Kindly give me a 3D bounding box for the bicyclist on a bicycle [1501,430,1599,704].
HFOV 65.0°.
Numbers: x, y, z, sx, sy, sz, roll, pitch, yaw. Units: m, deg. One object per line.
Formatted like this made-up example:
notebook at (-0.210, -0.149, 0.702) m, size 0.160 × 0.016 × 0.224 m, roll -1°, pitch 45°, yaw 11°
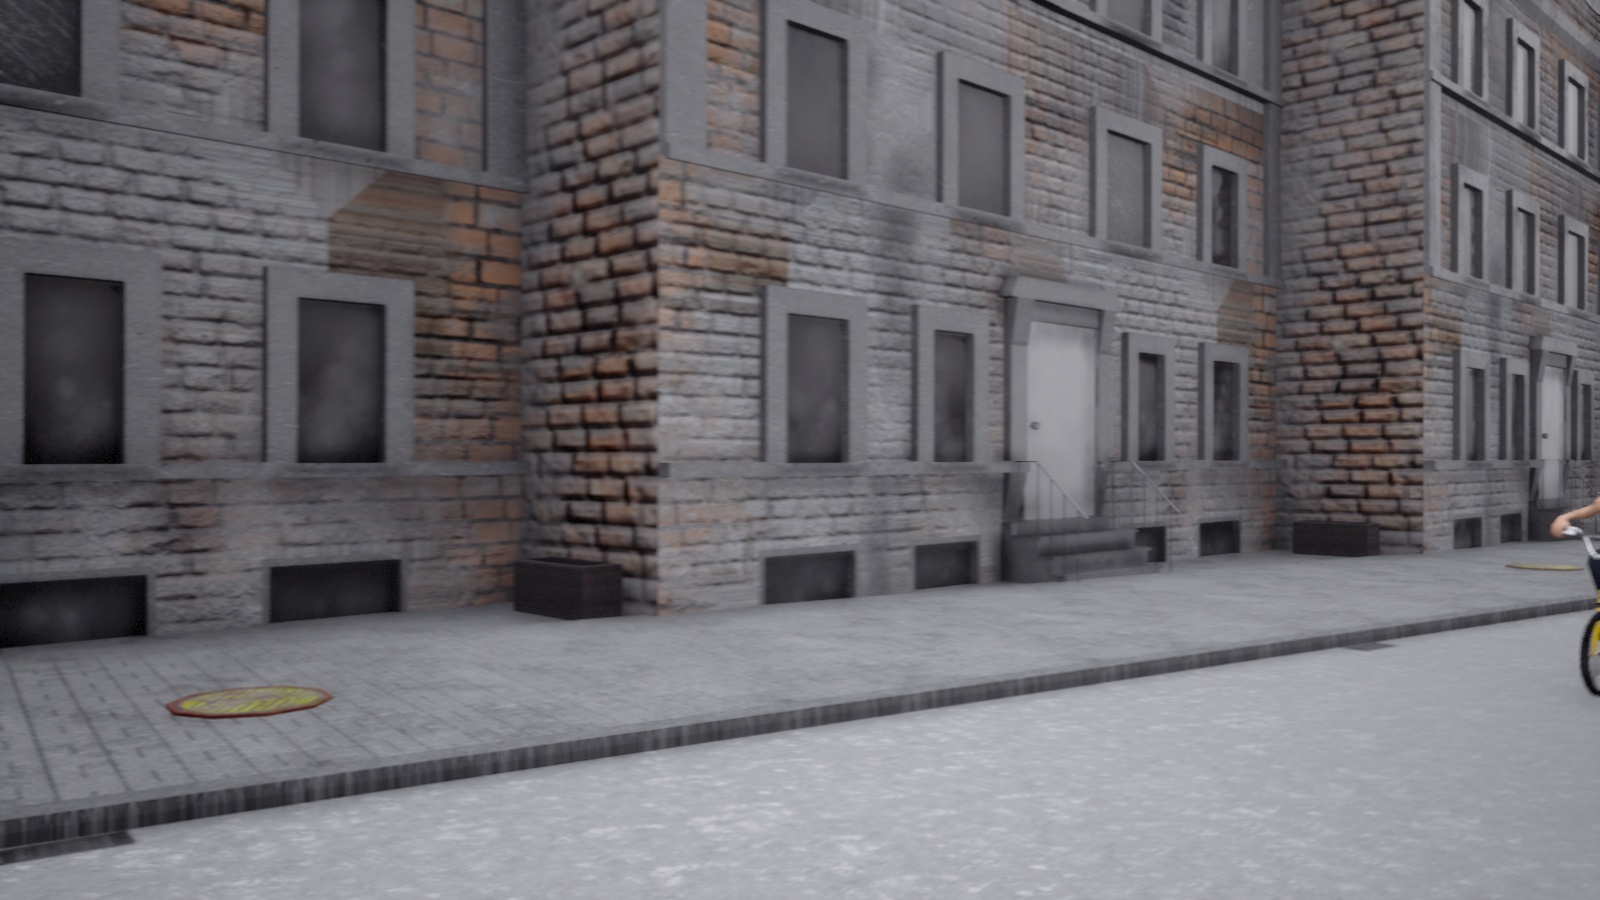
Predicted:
bicyclist on a bicycle at (5.256, 0.690, 7.937) m, size 1.509 × 1.612 × 0.866 m, roll 0°, pitch 0°, yaw -35°
